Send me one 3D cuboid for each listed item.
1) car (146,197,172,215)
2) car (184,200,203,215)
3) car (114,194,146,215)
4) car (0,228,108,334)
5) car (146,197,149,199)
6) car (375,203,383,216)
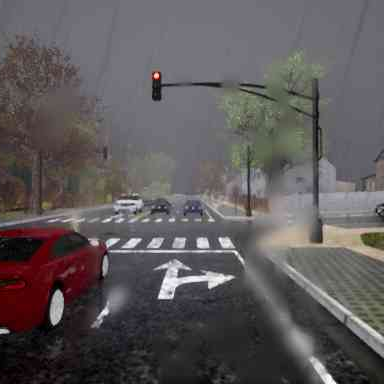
[{"bbox_3d":[-3.132,1.544,34.282,2.033,1.411,5.357,0,0,0],"label":"car"},{"bbox_3d":[0.122,1.544,33.631,2.033,1.411,5.357,0,0,0],"label":"car"},{"bbox_3d":[-6.574,1.218,34.869,2.150,2.045,5.566,0,0,0],"label":"car"},{"bbox_3d":[-3.145,1.475,6.883,1.882,1.535,5.008,0,-1,0],"label":"car"},{"bbox_3d":[-6.563,1.490,46.195,2.128,1.511,4.902,0,0,0],"label":"car"},{"bbox_3d":[14.943,0.928,22.670,4.674,1.442,1.812,-2,-1,-7],"label":"car"}]
